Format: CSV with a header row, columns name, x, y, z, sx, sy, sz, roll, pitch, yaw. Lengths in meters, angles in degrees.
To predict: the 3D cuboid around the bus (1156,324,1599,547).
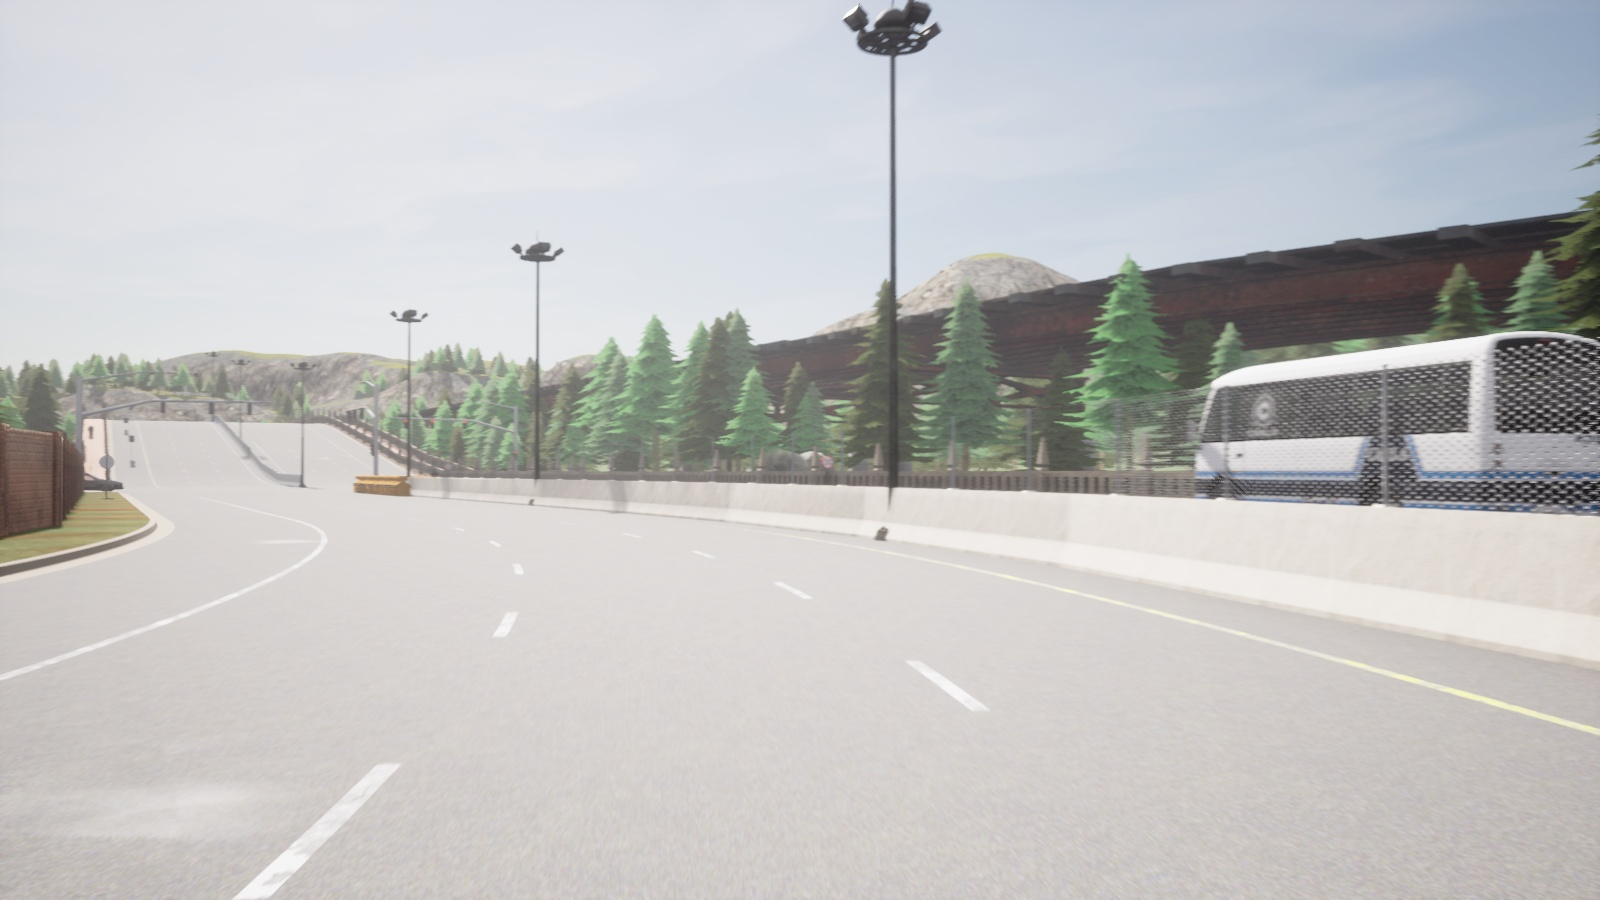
name,x,y,z,sx,sy,sz,roll,pitch,yaw
bus,12.892,-0.179,29.414,3.944,4.253,10.273,0,-1,-16
